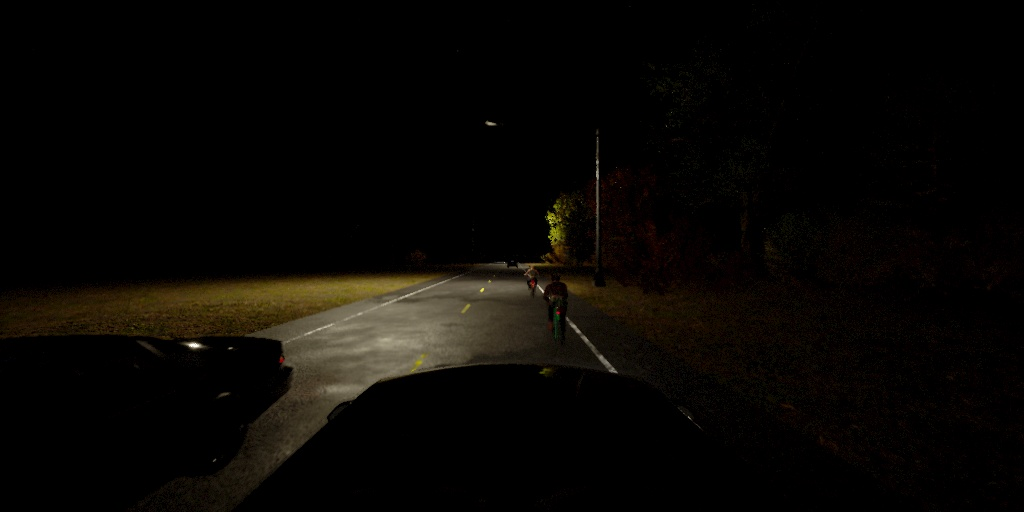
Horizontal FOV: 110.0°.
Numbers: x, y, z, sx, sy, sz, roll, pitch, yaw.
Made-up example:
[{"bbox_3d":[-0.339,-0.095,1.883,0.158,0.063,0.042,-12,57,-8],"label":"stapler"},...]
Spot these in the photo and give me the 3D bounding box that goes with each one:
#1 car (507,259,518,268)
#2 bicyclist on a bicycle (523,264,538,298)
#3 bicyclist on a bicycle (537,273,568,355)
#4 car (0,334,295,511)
[{"bbox_3d":[0.084,1.301,61.880,2.033,1.411,5.357,0,0,0],"label":"car"},{"bbox_3d":[0.993,1.187,17.597,0.866,1.612,1.509,0,0,0],"label":"bicyclist on a bicycle"},{"bbox_3d":[0.961,1.203,7.771,0.582,1.620,1.656,0,0,0],"label":"bicyclist on a bicycle"},{"bbox_3d":[-3.600,1.297,2.044,2.033,1.411,5.357,0,0,0],"label":"car"}]
